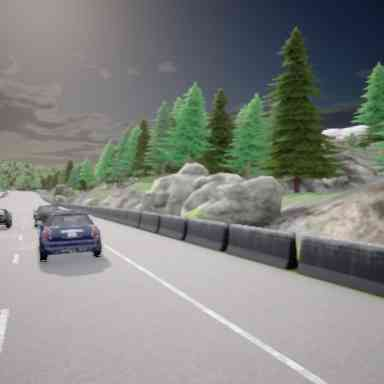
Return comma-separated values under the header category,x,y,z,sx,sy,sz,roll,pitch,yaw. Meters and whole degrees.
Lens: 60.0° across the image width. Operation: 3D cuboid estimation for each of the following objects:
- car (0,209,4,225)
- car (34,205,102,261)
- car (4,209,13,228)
category,x,y,z,sx,sy,sz,roll,pitch,yaw
car,-7.890,1.428,11.195,2.150,2.045,5.566,0,-1,-26
car,-5.085,1.547,13.446,2.097,1.767,4.553,0,-1,-26
car,-15.061,2.029,25.874,1.812,1.442,4.674,0,-1,-26
